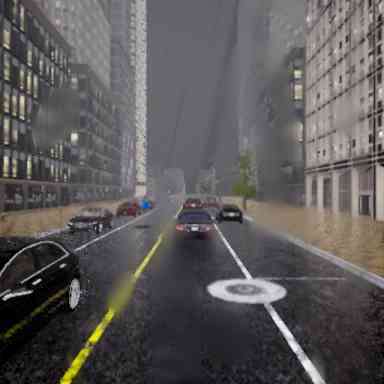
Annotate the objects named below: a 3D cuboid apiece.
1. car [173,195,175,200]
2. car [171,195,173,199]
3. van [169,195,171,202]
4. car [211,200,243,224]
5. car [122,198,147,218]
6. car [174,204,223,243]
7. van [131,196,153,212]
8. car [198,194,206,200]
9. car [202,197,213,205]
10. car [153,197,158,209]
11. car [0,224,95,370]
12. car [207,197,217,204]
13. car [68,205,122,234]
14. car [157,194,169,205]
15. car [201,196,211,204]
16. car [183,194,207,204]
[{"bbox_3d":[-5.633,1.460,92.907,1.752,1.417,4.829,0,0,0],"label":"car"},{"bbox_3d":[-5.647,1.523,70.309,1.947,1.339,4.313,0,0,0],"label":"car"},{"bbox_3d":[-5.649,1.304,64.617,1.690,1.788,3.998,0,0,0],"label":"van"},{"bbox_3d":[2.707,1.558,24.753,1.947,1.339,4.313,0,0,0],"label":"car"},{"bbox_3d":[-5.670,1.533,30.463,1.887,1.381,4.507,0,0,0],"label":"car"},{"bbox_3d":[0.108,1.543,15.962,2.033,1.411,5.357,0,0,0],"label":"car"},{"bbox_3d":[-5.666,1.326,36.156,1.690,1.788,3.998,0,0,0],"label":"van"},{"bbox_3d":[2.748,1.376,93.056,1.967,1.590,4.097,0,0,0],"label":"car"},{"bbox_3d":[2.727,1.551,58.905,1.802,1.307,4.206,0,0,0],"label":"car"},{"bbox_3d":[-5.664,1.563,41.848,1.802,1.307,4.206,0,0,0],"label":"car"},{"bbox_3d":[-3.098,1.503,4.845,1.837,1.490,4.892,0,0,0],"label":"car"},{"bbox_3d":[2.721,1.419,47.520,1.967,1.590,4.097,0,0,0],"label":"car"},{"bbox_3d":[-5.677,1.544,19.079,2.008,1.369,4.403,0,0,0],"label":"car"},{"bbox_3d":[-5.653,1.408,58.924,1.967,1.590,4.097,0,0,0],"label":"car"},{"bbox_3d":[2.731,1.489,64.767,1.752,1.417,4.829,0,0,0],"label":"car"},{"bbox_3d":[0.118,1.339,34.172,2.097,1.767,4.553,0,0,0],"label":"car"}]
